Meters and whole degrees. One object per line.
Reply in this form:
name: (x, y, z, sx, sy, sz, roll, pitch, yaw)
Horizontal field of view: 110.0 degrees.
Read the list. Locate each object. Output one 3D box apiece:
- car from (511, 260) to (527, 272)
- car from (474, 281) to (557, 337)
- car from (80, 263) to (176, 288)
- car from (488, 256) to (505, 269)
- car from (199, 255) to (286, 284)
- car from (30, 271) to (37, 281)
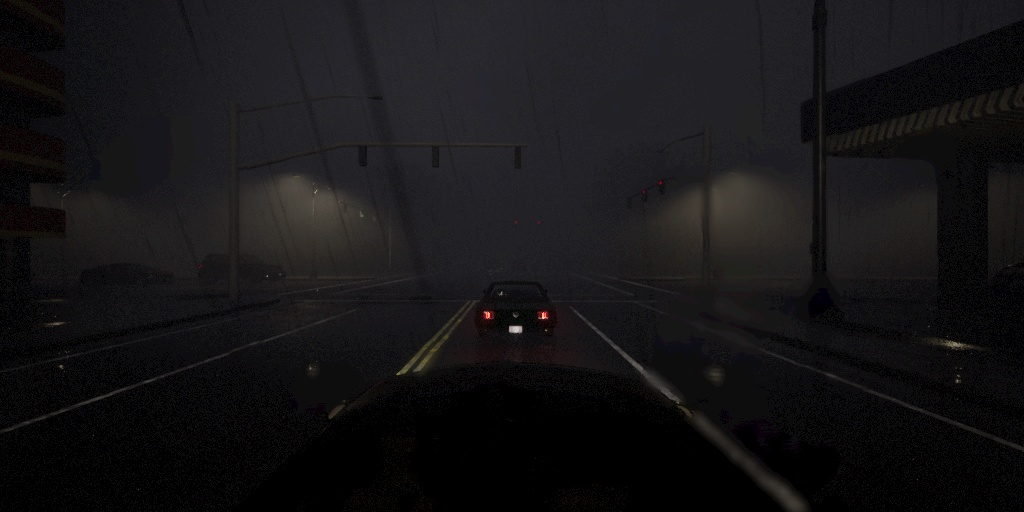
car: (0.874, 1.227, 45.622, 2.128, 1.511, 4.902, 0, 0, 1)
car: (0.099, 1.348, 10.218, 1.895, 1.301, 4.718, 0, 0, 0)
car: (-24.630, 1.221, 23.108, 5.008, 1.535, 1.882, 0, 0, 1)
car: (-2.696, 1.224, 55.075, 2.128, 1.511, 4.902, 0, 0, 1)
car: (-19.877, 0.956, 26.537, 5.566, 2.045, 2.150, 1, 0, 1)
car: (-38.634, 1.306, 26.861, 4.181, 1.385, 1.994, 0, 0, 1)
